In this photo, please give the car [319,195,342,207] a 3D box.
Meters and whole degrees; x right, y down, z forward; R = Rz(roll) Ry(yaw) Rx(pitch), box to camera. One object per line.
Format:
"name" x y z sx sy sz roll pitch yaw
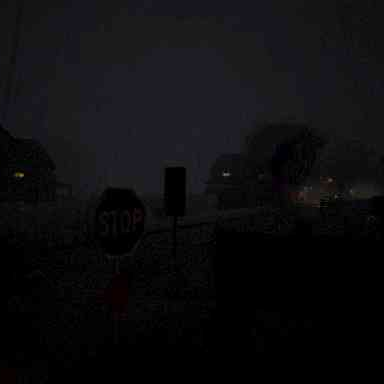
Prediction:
"car" 17.295 1.133 41.373 2.033 1.411 5.357 1 1 35
